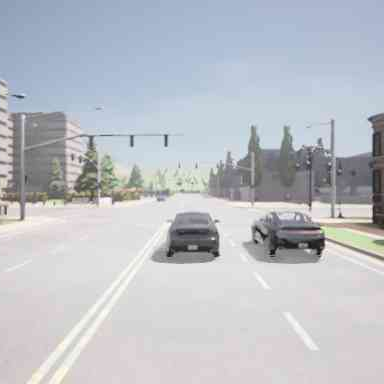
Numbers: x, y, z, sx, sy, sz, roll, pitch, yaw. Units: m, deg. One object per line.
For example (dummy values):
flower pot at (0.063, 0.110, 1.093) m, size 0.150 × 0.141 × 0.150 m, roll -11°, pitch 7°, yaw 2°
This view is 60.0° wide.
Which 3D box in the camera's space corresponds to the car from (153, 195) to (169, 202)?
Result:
car at (-6.997, 1.449, 75.188) m, size 1.882 × 1.535 × 5.008 m, roll 0°, pitch 0°, yaw 0°

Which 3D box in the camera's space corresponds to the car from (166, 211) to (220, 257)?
car at (0.047, 1.501, 12.985) m, size 1.837 × 1.490 × 4.892 m, roll 0°, pitch 0°, yaw 0°

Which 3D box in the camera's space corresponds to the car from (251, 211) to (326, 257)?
car at (3.547, 1.487, 12.972) m, size 2.128 × 1.511 × 4.902 m, roll 0°, pitch 0°, yaw 0°

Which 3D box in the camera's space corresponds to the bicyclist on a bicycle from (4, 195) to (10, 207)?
bicyclist on a bicycle at (-25.247, 1.285, 45.407) m, size 0.582 × 1.620 × 1.656 m, roll 0°, pitch 0°, yaw 0°
